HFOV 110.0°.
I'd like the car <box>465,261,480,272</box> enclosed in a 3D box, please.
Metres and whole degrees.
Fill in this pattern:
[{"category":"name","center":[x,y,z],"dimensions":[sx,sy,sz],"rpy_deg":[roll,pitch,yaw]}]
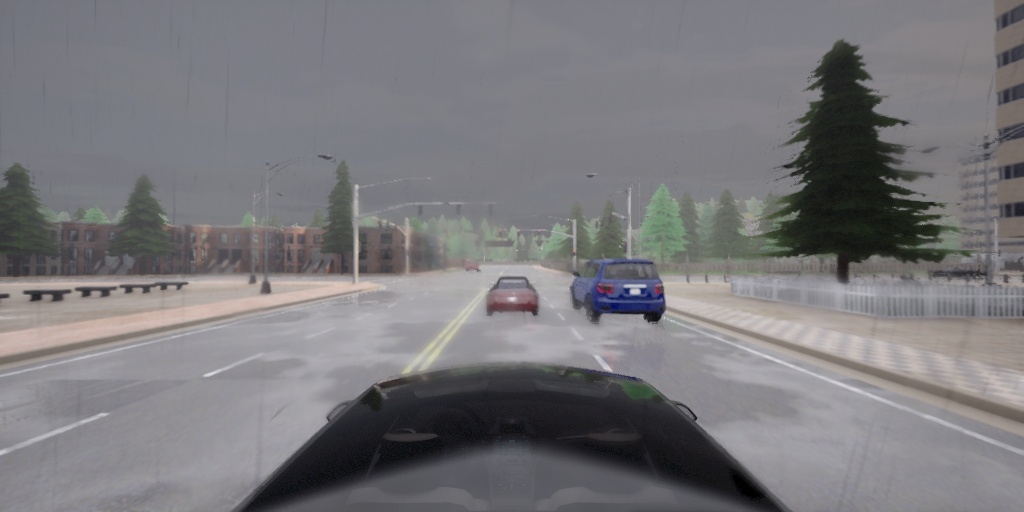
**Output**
[{"category":"car","center":[-7.004,1.855,63.876],"dimensions":[2.150,2.045,5.566],"rpy_deg":[0,0,0]}]

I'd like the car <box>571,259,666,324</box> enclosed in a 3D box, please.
[{"category":"car","center":[3.527,1.128,12.881],"dimensions":[2.150,2.045,5.566],"rpy_deg":[0,-1,0]}]

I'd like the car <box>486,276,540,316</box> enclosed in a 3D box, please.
[{"category":"car","center":[0.044,1.489,14.364],"dimensions":[1.994,1.385,4.181],"rpy_deg":[0,-1,1]}]
